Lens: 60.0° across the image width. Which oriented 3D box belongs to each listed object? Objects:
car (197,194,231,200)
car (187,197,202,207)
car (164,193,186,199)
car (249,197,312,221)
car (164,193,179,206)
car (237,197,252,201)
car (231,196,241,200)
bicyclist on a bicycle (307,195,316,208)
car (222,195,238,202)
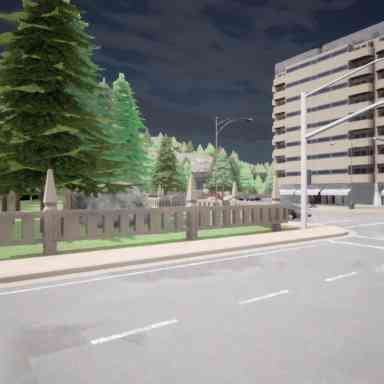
[{"bbox_3d":[2.636,1.422,42.188,1.882,1.535,5.008,0,0,-20],"label":"car"},{"bbox_3d":[0.273,1.545,52.071,1.895,1.301,4.718,0,0,-5],"label":"car"},{"bbox_3d":[-1.873,1.166,44.872,2.150,2.045,5.566,0,0,-14],"label":"car"},{"bbox_3d":[7.307,1.437,26.791,2.128,1.511,4.902,0,0,-33],"label":"car"},{"bbox_3d":[-3.363,1.166,56.109,2.150,2.045,5.566,0,0,0],"label":"car"},{"bbox_3d":[7.096,1.492,33.326,2.033,1.411,5.357,0,0,-33],"label":"car"},{"bbox_3d":[9.239,1.492,67.906,2.033,1.411,5.357,0,0,20],"label":"car"},{"bbox_3d":[15.306,1.245,42.449,1.656,1.620,0.582,0,0,-29],"label":"bicyclist on a bicycle"},{"bbox_3d":[8.588,1.469,75.176,1.812,1.442,4.674,0,0,32],"label":"car"}]
